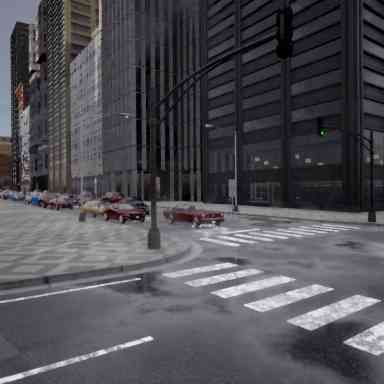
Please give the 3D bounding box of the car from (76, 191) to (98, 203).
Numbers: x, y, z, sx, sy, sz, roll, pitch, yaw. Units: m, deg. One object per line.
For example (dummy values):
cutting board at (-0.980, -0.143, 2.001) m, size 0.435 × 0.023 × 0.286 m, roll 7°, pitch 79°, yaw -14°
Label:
car at (-17.842, 0.793, 56.363) m, size 2.192 × 1.841 × 5.009 m, roll 0°, pitch 1°, yaw -36°

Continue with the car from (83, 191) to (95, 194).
car at (-15.863, 1.066, 49.154) m, size 2.128 × 1.511 × 4.902 m, roll -1°, pitch 1°, yaw -35°

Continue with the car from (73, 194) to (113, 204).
car at (-11.241, 1.267, 37.412) m, size 2.033 × 1.411 × 5.357 m, roll -1°, pitch 1°, yaw -36°

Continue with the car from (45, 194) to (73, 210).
car at (-14.852, 1.275, 37.701) m, size 1.887 × 1.381 × 4.507 m, roll 0°, pitch 1°, yaw -36°

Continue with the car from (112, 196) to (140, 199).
car at (-5.265, 1.370, 29.162) m, size 1.994 × 1.385 × 4.181 m, roll -1°, pitch 1°, yaw -36°

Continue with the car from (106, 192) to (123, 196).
car at (-11.244, 0.898, 47.253) m, size 2.192 × 1.841 × 5.009 m, roll 0°, pitch 1°, yaw -36°

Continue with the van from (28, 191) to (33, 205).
van at (-21.450, 0.970, 46.811) m, size 1.690 × 1.788 × 3.998 m, roll 0°, pitch 1°, yaw -36°

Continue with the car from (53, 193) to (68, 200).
car at (-27.741, 0.854, 70.030) m, size 1.887 × 1.381 × 4.507 m, roll 0°, pitch 1°, yaw -36°

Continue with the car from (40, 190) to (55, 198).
car at (-34.338, 0.510, 79.138) m, size 2.192 × 1.841 × 5.009 m, roll 0°, pitch 1°, yaw -36°

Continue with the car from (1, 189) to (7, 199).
car at (-37.946, 0.664, 69.586) m, size 2.192 × 1.841 × 5.009 m, roll 0°, pitch 1°, yaw -36°

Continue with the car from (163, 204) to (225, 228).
car at (0.057, 1.479, 21.768) m, size 1.895 × 1.301 × 4.718 m, roll -1°, pitch 1°, yaw -35°

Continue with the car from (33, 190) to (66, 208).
car at (-18.150, 0.995, 42.255) m, size 2.192 × 1.841 × 5.009 m, roll 0°, pitch 1°, yaw -36°

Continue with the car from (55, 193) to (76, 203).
car at (-21.865, 0.969, 57.356) m, size 2.128 × 1.511 × 4.902 m, roll -1°, pitch 1°, yaw -36°

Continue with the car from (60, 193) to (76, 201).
car at (-24.442, 0.948, 65.476) m, size 1.802 × 1.307 × 4.206 m, roll 0°, pitch 1°, yaw -36°

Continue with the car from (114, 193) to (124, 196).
car at (-7.946, 1.200, 42.700) m, size 1.947 × 1.339 × 4.313 m, roll 0°, pitch 1°, yaw -36°

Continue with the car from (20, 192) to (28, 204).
car at (-24.750, 1.126, 51.368) m, size 2.008 × 1.369 × 4.403 m, roll 0°, pitch 1°, yaw -36°

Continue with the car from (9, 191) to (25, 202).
car at (-31.348, 0.903, 60.477) m, size 1.967 × 1.590 × 4.097 m, roll 0°, pitch 1°, yaw -36°

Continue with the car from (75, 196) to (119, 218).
car at (-8.154, 1.353, 28.452) m, size 1.752 × 1.417 × 4.829 m, roll 0°, pitch 1°, yaw -36°

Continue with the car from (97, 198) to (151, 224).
car at (-4.953, 1.416, 24.035) m, size 1.887 × 1.381 × 4.507 m, roll 0°, pitch 1°, yaw -36°

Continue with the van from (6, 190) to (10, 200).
van at (-34.646, 0.747, 65.032) m, size 1.690 × 1.788 × 3.998 m, roll 0°, pitch 1°, yaw -36°
